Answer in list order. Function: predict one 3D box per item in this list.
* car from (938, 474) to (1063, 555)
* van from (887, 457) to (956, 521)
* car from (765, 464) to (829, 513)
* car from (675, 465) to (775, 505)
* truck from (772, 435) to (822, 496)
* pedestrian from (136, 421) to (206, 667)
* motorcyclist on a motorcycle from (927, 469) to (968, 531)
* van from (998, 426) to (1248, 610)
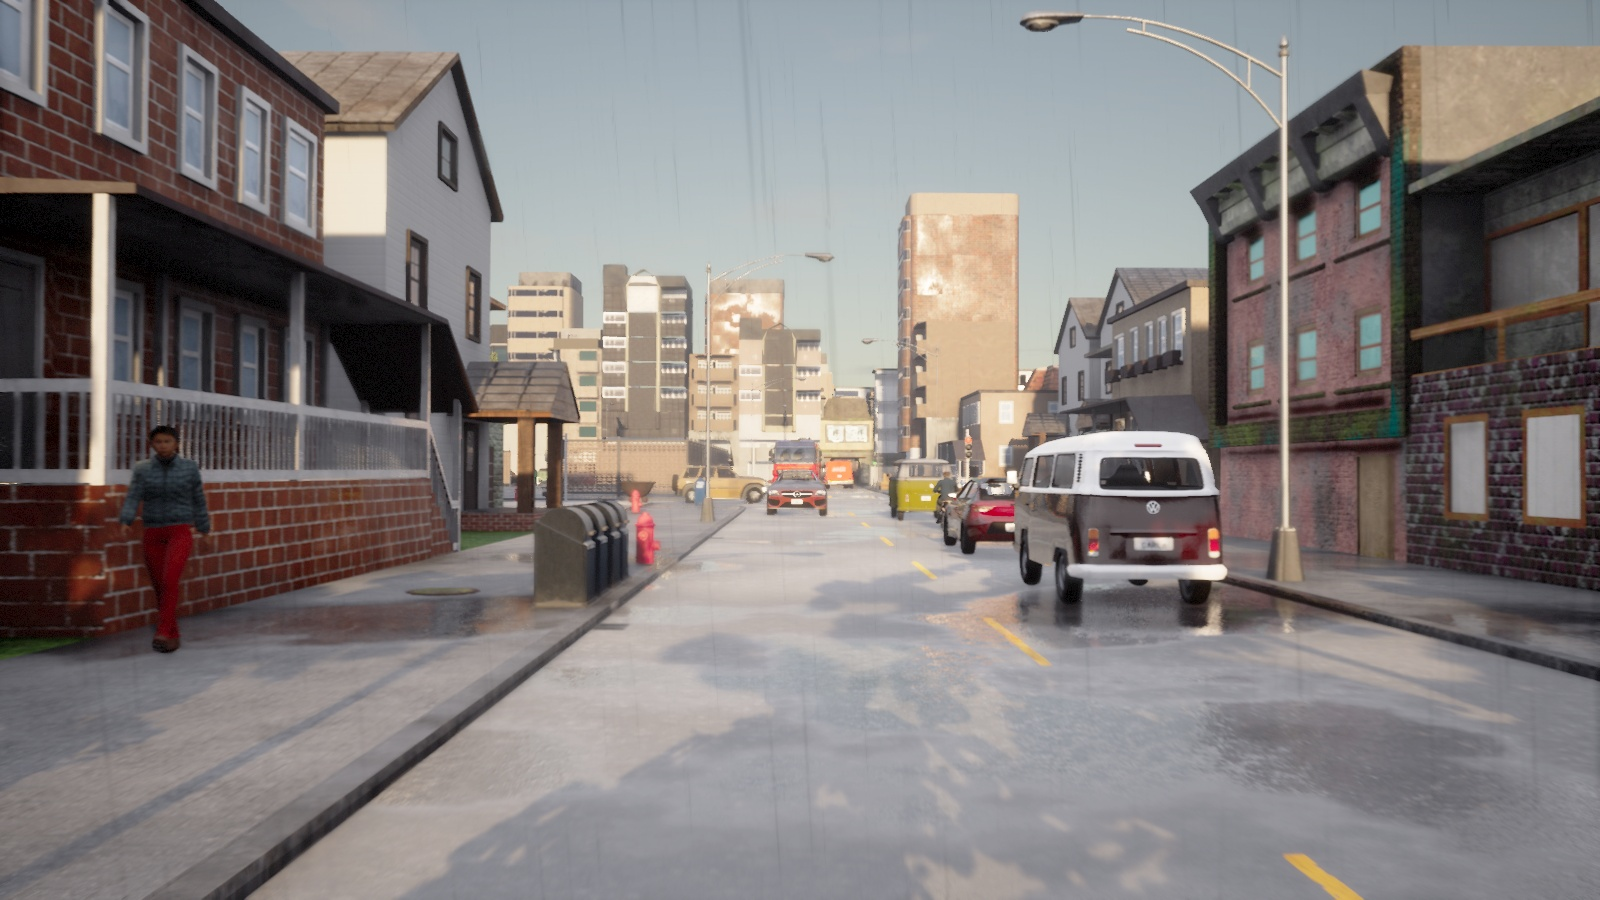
[{"bbox_3d":[3.935,1.236,25.292,1.816,1.474,4.193,0,-1,0],"label":"car"},{"bbox_3d":[3.903,1.240,41.113,1.775,1.987,4.442,0,-1,-1],"label":"van"},{"bbox_3d":[-0.073,1.351,45.219,2.152,1.651,5.027,0,-1,1],"label":"car"},{"bbox_3d":[-3.550,1.635,59.116,4.605,1.855,1.932,0,0,-5],"label":"car"},{"bbox_3d":[-0.141,1.052,83.749,2.891,3.827,8.468,0,-1,3],"label":"truck"},{"bbox_3d":[-4.891,0.708,9.778,0.353,1.847,0.614,0,-1,-14],"label":"pedestrian"},{"bbox_3d":[3.914,1.314,33.551,0.866,1.590,1.817,0,-1,0],"label":"motorcyclist on a motorcycle"},{"bbox_3d":[3.956,0.794,16.263,2.069,2.038,4.480,0,-1,0],"label":"van"}]
